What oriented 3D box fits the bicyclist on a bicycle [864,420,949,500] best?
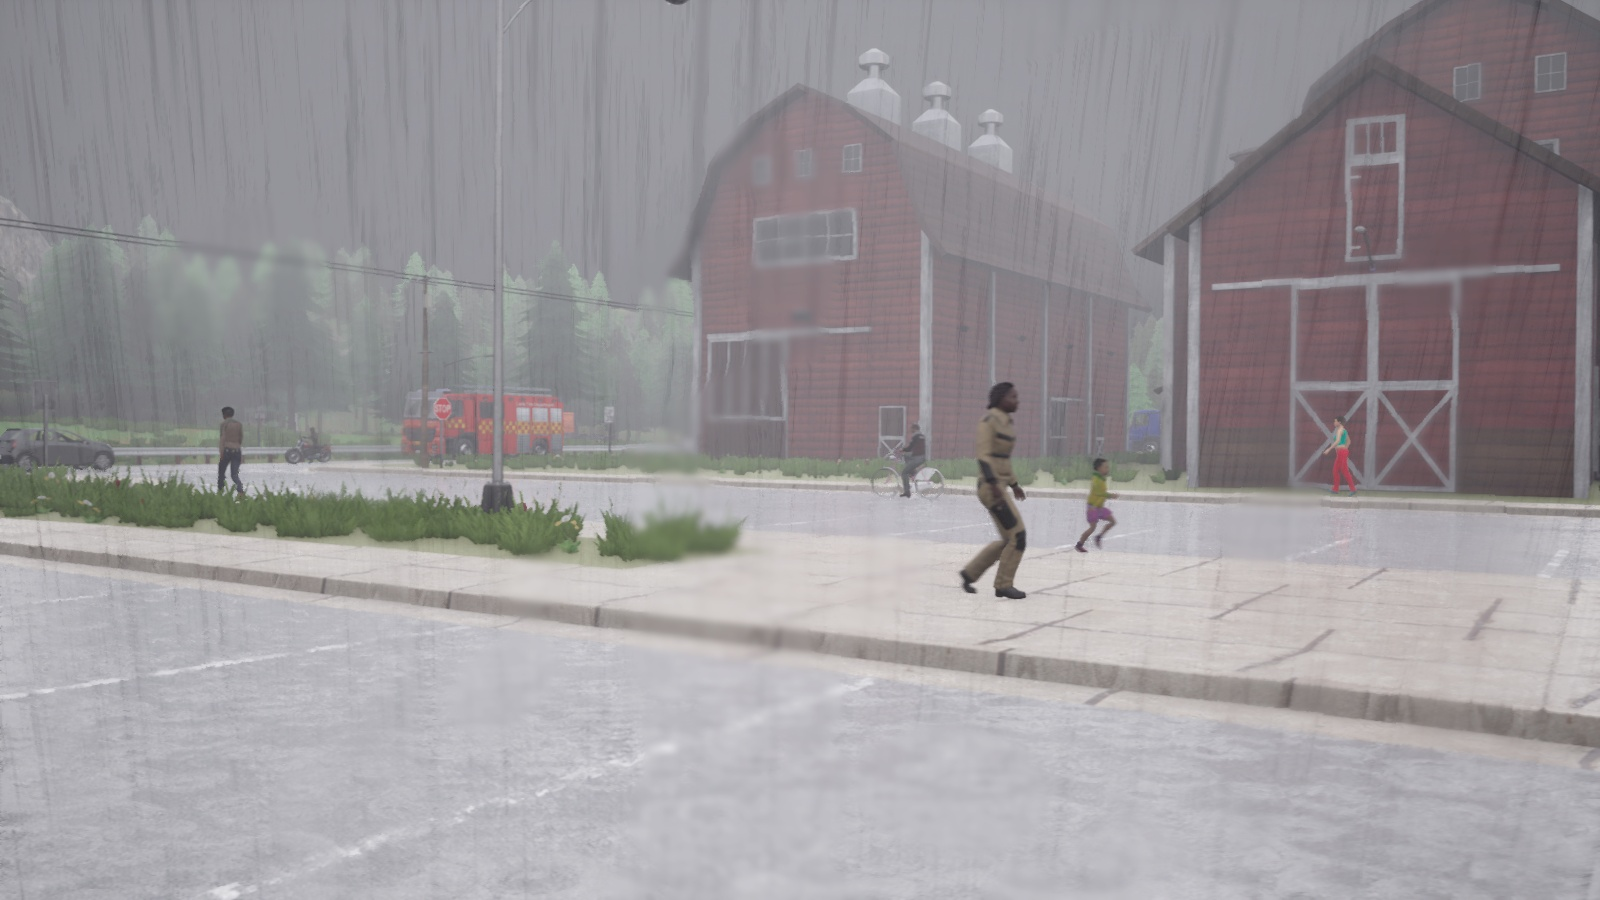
[{"bbox_3d":[2.426,0.217,28.760,1.843,1.776,0.659,0,1,33],"label":"bicyclist on a bicycle"}]

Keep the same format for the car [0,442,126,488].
[{"bbox_3d":[-25.669,0.484,43.477,1.845,1.501,3.633,0,1,34],"label":"car"}]

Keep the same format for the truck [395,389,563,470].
[{"bbox_3d":[-16.153,-1.054,63.948,2.891,3.827,8.468,0,1,34],"label":"truck"}]

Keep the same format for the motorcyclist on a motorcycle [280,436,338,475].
[{"bbox_3d":[-21.719,0.226,55.647,0.766,1.649,2.350,0,1,34],"label":"motorcyclist on a motorcycle"}]

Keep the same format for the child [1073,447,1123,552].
[{"bbox_3d":[3.377,0.552,14.218,0.473,1.160,0.299,0,1,33],"label":"child"}]

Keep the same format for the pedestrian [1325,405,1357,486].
[{"bbox_3d":[12.385,-0.110,28.749,0.594,1.836,0.345,0,1,34],"label":"pedestrian"}]

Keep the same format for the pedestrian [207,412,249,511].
[{"bbox_3d":[-10.604,0.212,23.271,0.869,1.805,0.328,0,1,38],"label":"pedestrian"}]

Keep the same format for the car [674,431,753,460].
[{"bbox_3d":[-5.074,-0.293,74.180,2.242,1.667,4.611,0,1,34],"label":"car"}]

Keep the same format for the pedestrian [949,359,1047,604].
[{"bbox_3d":[1.613,0.249,10.237,0.692,1.930,0.396,0,1,25],"label":"pedestrian"}]

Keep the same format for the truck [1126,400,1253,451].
[{"bbox_3d":[27.148,-1.669,87.640,7.936,3.462,2.891,0,1,33],"label":"truck"}]
